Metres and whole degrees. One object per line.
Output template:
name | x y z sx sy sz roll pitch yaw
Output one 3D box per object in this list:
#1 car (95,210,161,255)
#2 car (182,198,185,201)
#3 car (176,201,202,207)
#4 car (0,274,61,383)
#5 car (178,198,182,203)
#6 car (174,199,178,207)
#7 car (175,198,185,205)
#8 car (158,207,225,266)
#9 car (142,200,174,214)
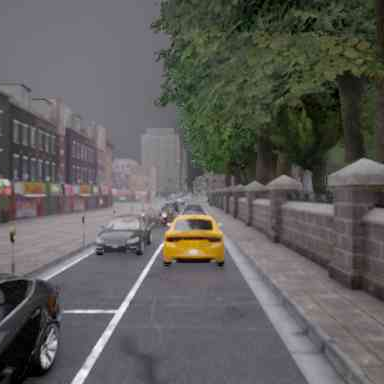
car | -2.609 1.627 13.472 2.008 1.369 4.403 0 0 0
car | -2.419 1.956 65.902 1.802 1.307 4.206 0 0 0
car | 0.126 1.697 26.302 2.033 1.411 5.357 0 0 1
car | -2.648 1.583 2.932 1.947 1.339 4.313 0 0 0
car | -2.611 1.745 42.203 1.837 1.490 4.892 0 0 0
car | -2.551 1.606 29.284 1.967 1.590 4.097 0 0 0
car | -2.407 1.961 69.565 1.947 1.339 4.313 0 0 0
car | 0.087 1.545 11.910 1.882 1.535 5.008 0 0 1
car | -2.570 1.576 24.012 1.967 1.590 4.097 0 0 0
